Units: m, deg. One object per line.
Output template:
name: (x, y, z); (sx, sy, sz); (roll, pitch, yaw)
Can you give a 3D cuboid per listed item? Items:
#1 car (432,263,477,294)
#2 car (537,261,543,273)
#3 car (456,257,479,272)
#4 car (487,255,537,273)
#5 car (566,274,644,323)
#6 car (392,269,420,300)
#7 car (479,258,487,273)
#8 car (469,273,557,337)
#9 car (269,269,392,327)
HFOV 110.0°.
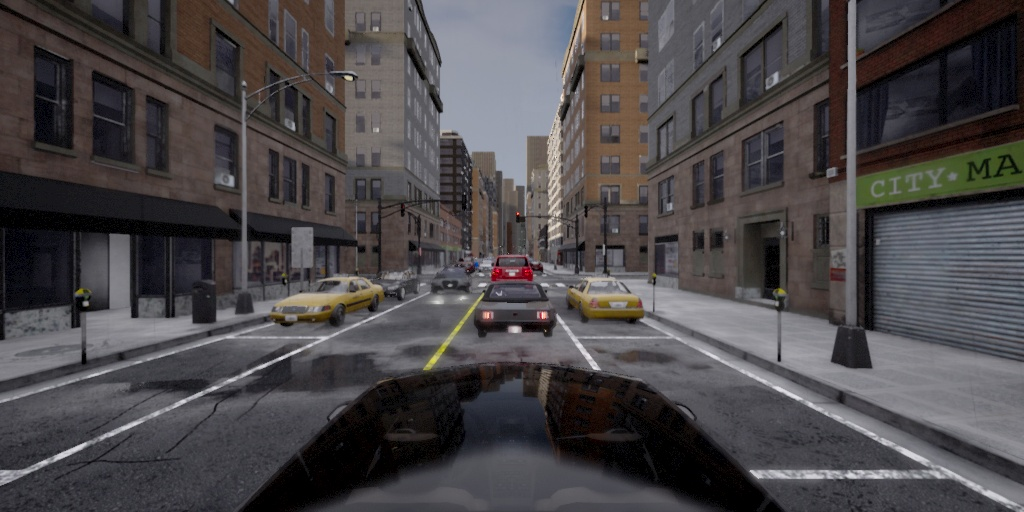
car: (-3.250, 1.308, 20.261); (1.994, 1.385, 4.181); (0, 0, -3)
car: (2.869, 1.289, 44.076); (1.888, 1.381, 4.507); (0, 0, 0)
car: (-5.656, 1.059, 44.079); (2.192, 1.841, 5.009); (0, 0, 0)
car: (0.006, 0.966, 19.956); (2.150, 2.045, 5.566); (0, 0, 0)
car: (2.860, 1.271, 11.947); (1.751, 1.417, 4.829); (0, 0, 0)
car: (-5.664, 1.295, 17.305); (2.007, 1.370, 4.403); (0, 0, 0)
car: (-3.086, 1.270, 44.680); (1.812, 1.442, 4.674); (0, 0, 0)
car: (0.084, 1.348, 10.187); (1.895, 1.301, 4.718); (0, 0, 0)
car: (-5.666, 1.272, 11.610); (1.751, 1.417, 4.829); (0, 0, 0)
